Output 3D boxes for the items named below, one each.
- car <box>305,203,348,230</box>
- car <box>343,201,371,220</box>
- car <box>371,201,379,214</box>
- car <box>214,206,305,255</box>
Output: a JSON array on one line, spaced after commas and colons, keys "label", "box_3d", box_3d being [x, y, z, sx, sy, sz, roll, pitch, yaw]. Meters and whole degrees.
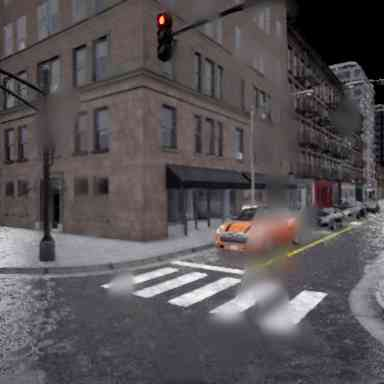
[{"label": "car", "box_3d": [8.631, 1.669, 21.968, 1.994, 1.385, 4.181, 0, 0, 35]}, {"label": "car", "box_3d": [14.406, 1.619, 30.075, 2.128, 1.511, 4.902, 0, 0, 35]}, {"label": "car", "box_3d": [20.309, 1.695, 38.311, 2.033, 1.411, 5.357, 0, 0, 36]}, {"label": "car", "box_3d": [2.825, 1.432, 13.844, 2.097, 1.767, 4.553, 0, 0, 36]}]
